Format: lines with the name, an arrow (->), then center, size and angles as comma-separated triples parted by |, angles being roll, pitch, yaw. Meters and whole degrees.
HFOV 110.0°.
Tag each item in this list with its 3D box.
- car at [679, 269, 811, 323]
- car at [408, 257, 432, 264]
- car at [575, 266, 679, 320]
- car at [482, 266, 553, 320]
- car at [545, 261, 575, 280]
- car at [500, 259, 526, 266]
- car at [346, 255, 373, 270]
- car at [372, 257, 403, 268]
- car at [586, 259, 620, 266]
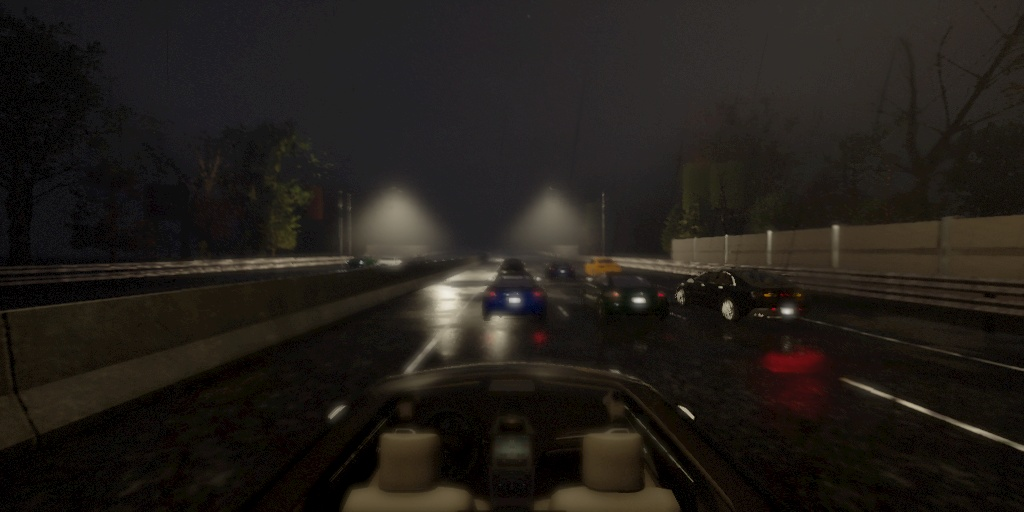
car -> 7.084, 1.151, 11.622 | 1.837, 1.490, 4.892 | 0, 1, 0
car -> -10.602, 0.805, 41.509 | 1.882, 1.535, 5.008 | 0, 1, 0
car -> 3.585, 1.205, 12.055 | 1.994, 1.385, 4.181 | 0, 1, 0
car -> 0.085, 1.204, 12.185 | 1.994, 1.385, 4.181 | 0, 1, 0
car -> 3.584, 1.044, 27.262 | 1.994, 1.385, 4.181 | 0, 1, 0
car -> 0.085, 0.946, 28.371 | 1.882, 1.535, 5.008 | 0, 1, 0
car -> -17.600, 0.673, 41.994 | 2.097, 1.767, 4.553 | 0, 1, 0
car -> -14.101, 0.852, 41.598 | 1.812, 1.442, 4.674 | 0, 1, 0
car -> 7.086, 0.946, 28.278 | 1.882, 1.535, 5.008 | 0, 1, 0
